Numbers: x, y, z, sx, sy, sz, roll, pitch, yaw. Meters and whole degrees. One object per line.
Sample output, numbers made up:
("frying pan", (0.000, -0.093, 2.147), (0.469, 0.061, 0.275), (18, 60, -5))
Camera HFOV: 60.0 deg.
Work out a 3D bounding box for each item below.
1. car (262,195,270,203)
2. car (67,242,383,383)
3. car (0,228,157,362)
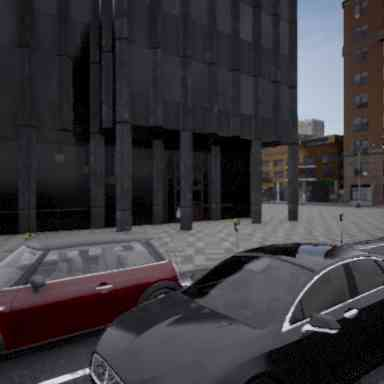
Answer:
("car", (11.973, 1.255, 60.218), (2.128, 1.511, 4.902), (0, 0, -35))
("car", (1.212, 1.490, 4.245), (4.892, 1.490, 1.837), (0, 0, -36))
("car", (-2.194, 1.435, 5.202), (4.097, 1.590, 1.967), (0, 0, -36))
